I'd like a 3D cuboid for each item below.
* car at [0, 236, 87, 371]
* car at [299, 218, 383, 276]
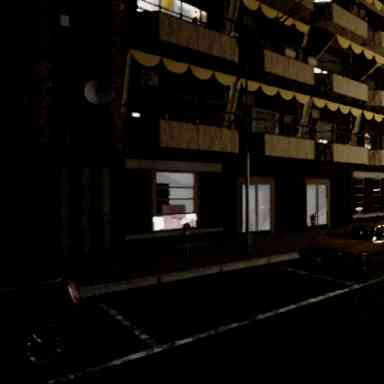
[{"bbox_3d":[-3.551,1.441,4.034,4.097,1.590,1.967,0,0,-36],"label":"car"},{"bbox_3d":[5.309,1.518,10.355,4.829,1.417,1.752,0,0,-36],"label":"car"}]
